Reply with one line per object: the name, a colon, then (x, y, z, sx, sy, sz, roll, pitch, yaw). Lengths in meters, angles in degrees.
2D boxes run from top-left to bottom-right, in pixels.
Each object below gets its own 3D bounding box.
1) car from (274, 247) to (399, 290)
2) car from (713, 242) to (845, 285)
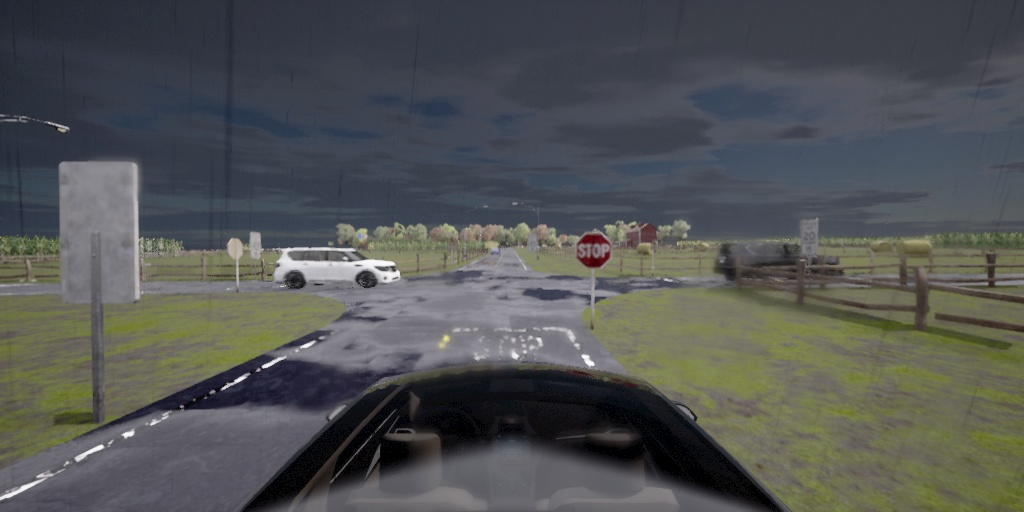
car: (-8.436, 0.606, 17.460, 5.566, 2.045, 2.150, 0, 1, -1)
car: (13.006, 0.321, 17.706, 5.566, 2.045, 2.150, 0, 1, -1)
